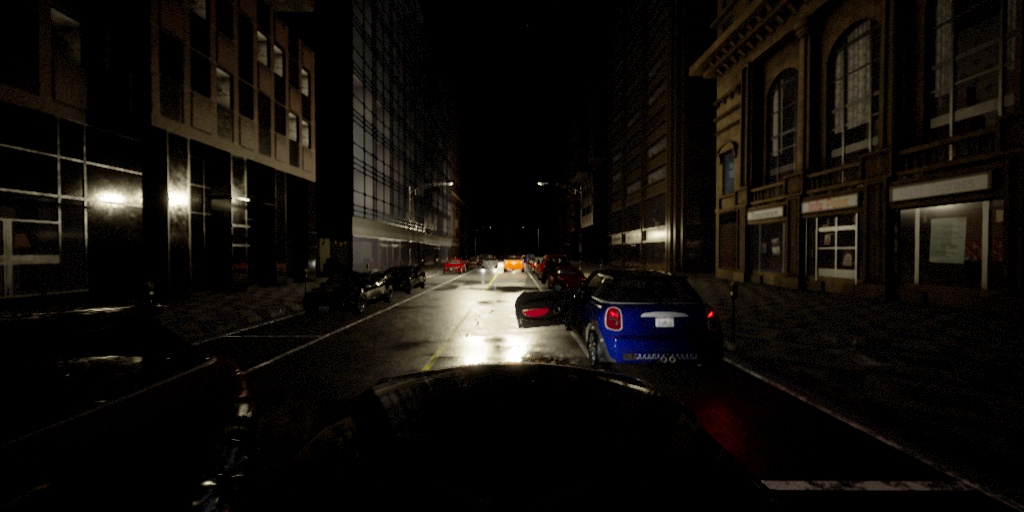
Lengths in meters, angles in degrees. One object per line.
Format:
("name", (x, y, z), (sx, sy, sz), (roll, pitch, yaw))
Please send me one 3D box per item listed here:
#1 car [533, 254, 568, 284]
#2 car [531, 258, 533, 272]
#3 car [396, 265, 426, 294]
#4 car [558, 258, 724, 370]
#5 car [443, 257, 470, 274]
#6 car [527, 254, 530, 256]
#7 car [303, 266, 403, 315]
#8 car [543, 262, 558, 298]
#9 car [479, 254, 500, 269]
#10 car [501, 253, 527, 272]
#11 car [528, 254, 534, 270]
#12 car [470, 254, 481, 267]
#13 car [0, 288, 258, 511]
("car", (2.851, 0.851, 24.268), (2.192, 1.841, 5.009), (0, 0, 0))
("car", (2.874, 1.050, 29.870), (1.948, 1.339, 4.313), (0, 0, 0))
("car", (-5.697, 1.154, 18.688), (1.948, 1.339, 4.313), (0, 0, 0))
("car", (2.410, 1.044, 7.764), (2.097, 1.767, 4.553), (0, 1, 0))
("car", (-5.628, 0.978, 35.494), (1.888, 1.381, 4.507), (0, 0, 0))
("car", (2.943, 0.770, 46.673), (1.967, 1.591, 4.097), (0, 0, 0))
("car", (-5.720, 1.207, 13.087), (1.948, 1.339, 4.313), (0, 0, 0))
("car", (2.828, 1.170, 18.667), (1.802, 1.307, 4.207), (0, 0, 0))
("car", (-2.822, 0.876, 46.143), (1.812, 1.442, 4.674), (0, 1, 0))
("car", (0.225, 0.764, 37.775), (2.097, 1.767, 4.553), (0, 1, 1))
("car", (2.897, 0.873, 35.471), (1.967, 1.591, 4.097), (0, 0, 0))
("car", (-5.560, 0.719, 52.300), (1.967, 1.591, 4.097), (0, 0, 0))
("car", (-3.106, 1.109, 0.957), (2.097, 1.767, 4.553), (0, 1, 0))
